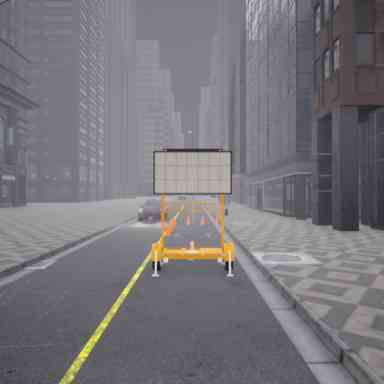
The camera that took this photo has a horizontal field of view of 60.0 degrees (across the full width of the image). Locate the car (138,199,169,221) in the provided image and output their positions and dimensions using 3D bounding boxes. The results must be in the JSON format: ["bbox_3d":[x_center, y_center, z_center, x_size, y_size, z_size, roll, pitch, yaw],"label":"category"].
[{"bbox_3d":[-3.073,1.391,27.066,2.097,1.767,4.553,0,0,0],"label":"car"}]

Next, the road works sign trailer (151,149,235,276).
[{"bbox_3d":[0.022,0.472,10.307,2.380,3.560,2.880,0,0,0],"label":"road works sign trailer"}]
